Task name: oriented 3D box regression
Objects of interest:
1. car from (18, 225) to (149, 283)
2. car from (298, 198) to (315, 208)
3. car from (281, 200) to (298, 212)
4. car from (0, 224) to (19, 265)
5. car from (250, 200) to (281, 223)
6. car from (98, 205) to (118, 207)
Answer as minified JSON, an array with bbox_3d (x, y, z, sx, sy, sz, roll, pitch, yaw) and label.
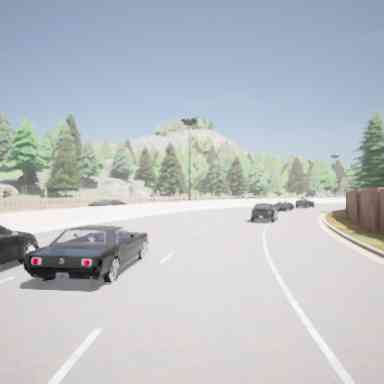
[{"bbox_3d":[-2.673,1.625,9.760,1.895,1.301,4.718,0,0,7],"label":"car"},{"bbox_3d":[17.735,1.738,52.171,2.128,1.511,4.902,0,0,40],"label":"car"},{"bbox_3d":[11.870,1.757,43.064,1.994,1.385,4.181,0,0,32],"label":"car"},{"bbox_3d":[-6.219,1.513,9.189,1.837,1.490,4.892,0,0,6],"label":"car"},{"bbox_3d":[5.970,1.622,27.264,1.837,1.490,4.892,0,0,19],"label":"car"},{"bbox_3d":[-9.580,1.623,38.889,1.812,1.442,4.674,0,0,23],"label":"car"}]
